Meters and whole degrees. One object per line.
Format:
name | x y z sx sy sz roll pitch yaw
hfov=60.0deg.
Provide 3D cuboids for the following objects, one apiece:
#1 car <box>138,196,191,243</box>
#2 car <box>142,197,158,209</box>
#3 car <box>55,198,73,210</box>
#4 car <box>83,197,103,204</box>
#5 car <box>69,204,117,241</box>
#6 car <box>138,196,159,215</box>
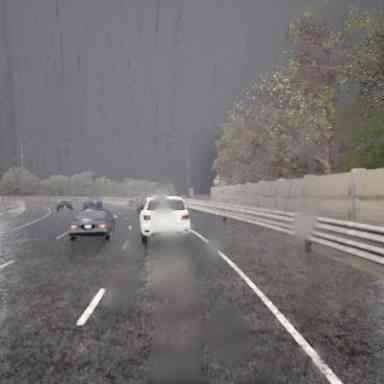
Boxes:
car | -1.423 1.214 16.306 2.150 2.045 5.566 0 0 -8
car | -5.813 1.466 46.679 1.882 1.535 5.008 0 0 -4
car | -16.816 1.563 43.699 1.837 1.490 4.892 0 0 -24
car | -13.047 1.386 43.822 2.097 1.767 4.553 0 0 -24
car | -4.944 1.560 16.989 2.033 1.411 5.357 0 0 -9
car | -4.610 1.344 35.048 2.097 1.767 4.553 0 0 -8
